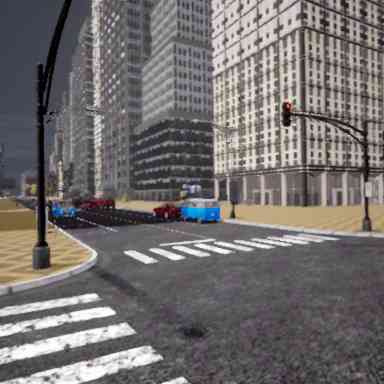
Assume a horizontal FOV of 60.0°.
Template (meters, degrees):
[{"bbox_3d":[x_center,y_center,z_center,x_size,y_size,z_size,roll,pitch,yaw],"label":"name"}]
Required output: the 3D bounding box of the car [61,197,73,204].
[{"bbox_3d":[-30.402,2.041,80.765,1.882,1.535,5.008,-1,0,-29],"label":"car"}]

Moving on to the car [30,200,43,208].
[{"bbox_3d":[-28.380,2.097,60.636,1.802,1.307,4.206,0,0,-29],"label":"car"}]

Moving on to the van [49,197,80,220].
[{"bbox_3d":[-12.184,1.616,31.617,1.690,1.788,3.998,0,0,-29],"label":"van"}]

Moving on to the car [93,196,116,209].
[{"bbox_3d":[-12.967,1.623,50.212,2.192,1.841,5.009,0,0,-29],"label":"car"}]

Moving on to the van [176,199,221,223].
[{"bbox_3d":[0.630,1.445,26.087,1.690,1.788,3.998,0,0,-29],"label":"van"}]

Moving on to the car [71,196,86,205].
[{"bbox_3d":[-23.766,1.782,69.559,2.192,1.841,5.009,0,0,-29],"label":"car"}]

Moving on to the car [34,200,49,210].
[{"bbox_3d":[-20.281,1.962,46.126,1.947,1.339,4.313,0,0,-29],"label":"car"}]

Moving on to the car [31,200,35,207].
[{"bbox_3d":[-22.981,1.987,50.962,2.008,1.369,4.403,0,0,-29],"label":"car"}]

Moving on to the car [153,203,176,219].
[{"bbox_3d":[-2.147,1.691,30.878,1.887,1.381,4.507,0,0,-29],"label":"car"}]

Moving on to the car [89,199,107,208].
[{"bbox_3d":[-15.664,1.893,55.047,1.887,1.381,4.507,0,0,-29],"label":"car"}]

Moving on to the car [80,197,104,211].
[{"bbox_3d":[-14.462,1.849,47.457,1.812,1.442,4.674,-1,0,-29],"label":"car"}]

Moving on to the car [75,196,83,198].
[{"bbox_3d":[-19.525,1.903,56.436,1.837,1.490,4.892,-1,0,-29],"label":"car"}]
